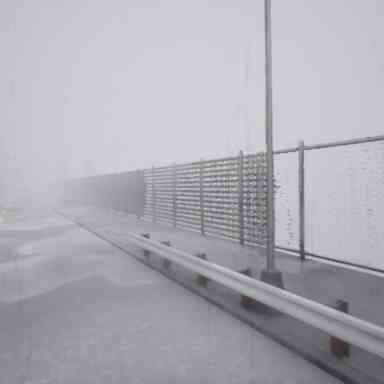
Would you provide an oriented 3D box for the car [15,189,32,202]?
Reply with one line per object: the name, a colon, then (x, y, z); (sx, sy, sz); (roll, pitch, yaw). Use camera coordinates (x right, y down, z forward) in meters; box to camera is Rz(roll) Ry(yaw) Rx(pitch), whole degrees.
car: (-26.684, 0.517, 52.871); (2.150, 2.045, 5.566); (-2, 1, -28)
